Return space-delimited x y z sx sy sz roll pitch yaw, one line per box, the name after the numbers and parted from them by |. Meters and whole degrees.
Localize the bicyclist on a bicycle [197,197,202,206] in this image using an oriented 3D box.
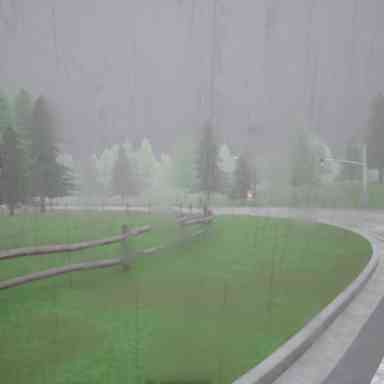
1.405 1.626 56.969 0.582 1.620 1.656 -1 0 36 | bicyclist on a bicycle

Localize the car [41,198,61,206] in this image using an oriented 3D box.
-32.557 2.356 76.719 4.553 1.767 2.097 -1 0 36 | car

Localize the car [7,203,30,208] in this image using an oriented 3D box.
-34.351 2.555 65.039 4.718 1.301 1.895 -1 0 36 | car

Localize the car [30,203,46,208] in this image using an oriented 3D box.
-32.587 2.544 68.076 4.718 1.301 1.895 -1 0 36 | car

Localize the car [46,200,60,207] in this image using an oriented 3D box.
-31.160 2.471 71.368 4.902 1.511 2.128 -1 0 36 | car
